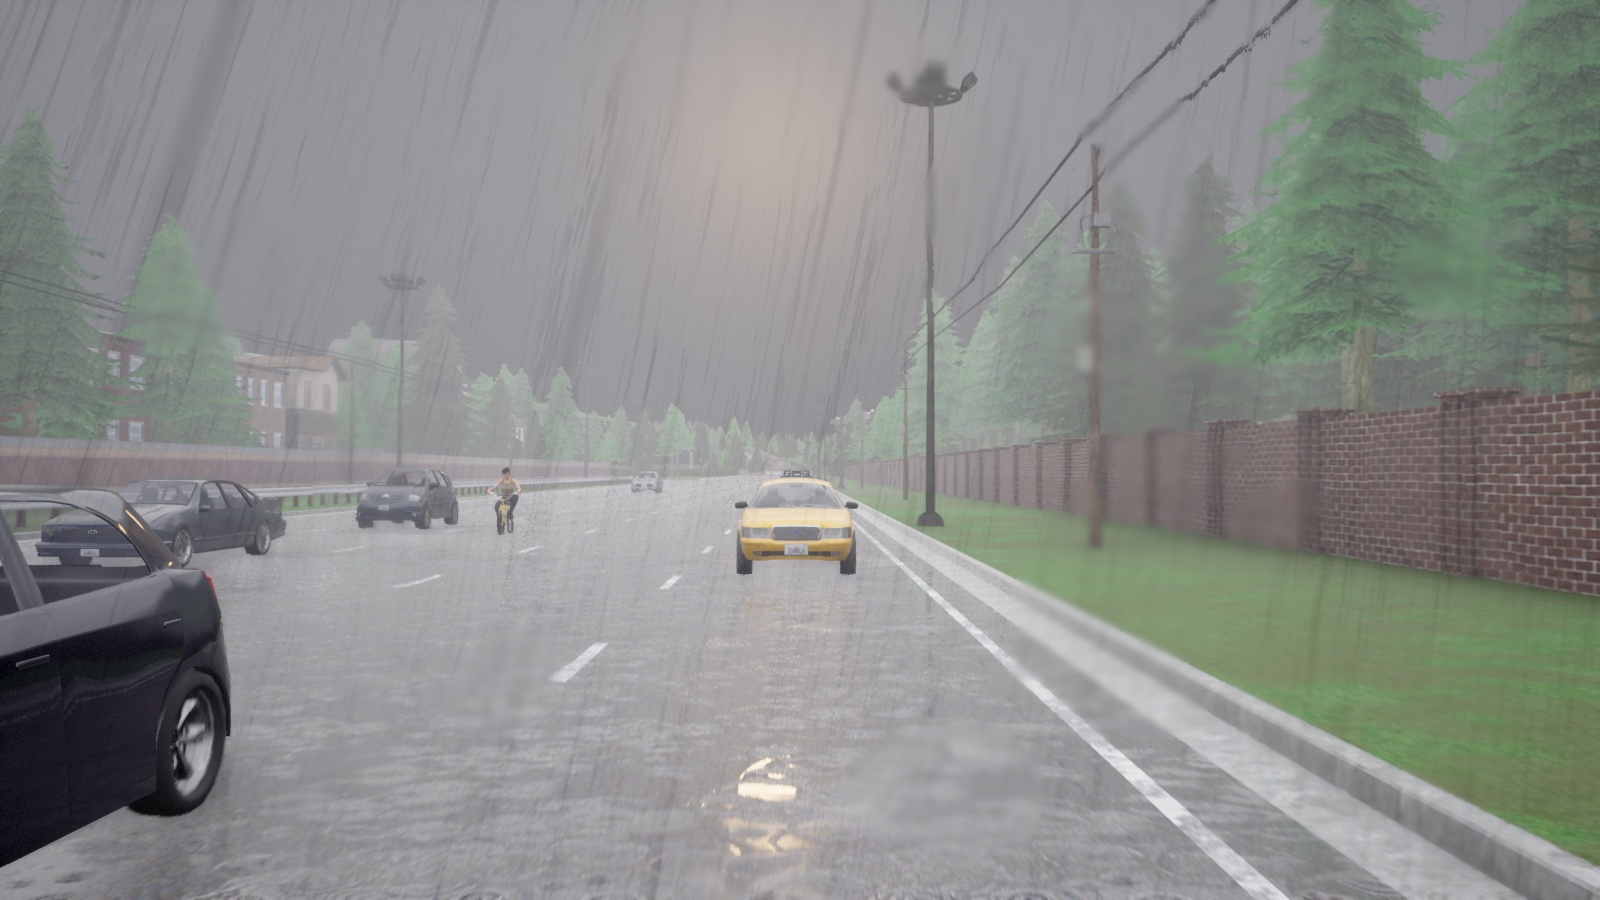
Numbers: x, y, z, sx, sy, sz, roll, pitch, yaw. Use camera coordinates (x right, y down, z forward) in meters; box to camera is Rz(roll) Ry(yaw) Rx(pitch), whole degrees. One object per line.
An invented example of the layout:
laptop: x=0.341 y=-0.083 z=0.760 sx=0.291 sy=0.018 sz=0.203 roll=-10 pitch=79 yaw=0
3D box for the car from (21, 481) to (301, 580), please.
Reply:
car: x=-10.551 y=1.261 z=21.324 sx=2.033 sy=1.411 sz=5.357 roll=0 pitch=-1 yaw=0

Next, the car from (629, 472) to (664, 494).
car: x=-10.711 y=2.296 z=88.015 sx=1.970 sy=1.475 sz=3.806 roll=0 pitch=-1 yaw=0

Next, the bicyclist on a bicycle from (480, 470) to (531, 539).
bicyclist on a bicycle: x=-7.073 y=1.285 z=30.215 sx=0.866 sy=1.612 sz=1.509 roll=0 pitch=-1 yaw=0

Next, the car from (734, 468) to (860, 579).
car: x=-0.050 y=1.100 z=20.647 sx=1.801 sy=1.575 sz=5.366 roll=0 pitch=-1 yaw=0

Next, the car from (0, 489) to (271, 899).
car: x=-3.510 y=0.915 z=4.324 sx=1.845 sy=1.501 sz=3.633 roll=0 pitch=-1 yaw=0

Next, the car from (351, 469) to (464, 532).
car: x=-10.582 y=1.327 z=34.136 sx=1.851 sy=1.617 sz=3.988 roll=0 pitch=-1 yaw=0
